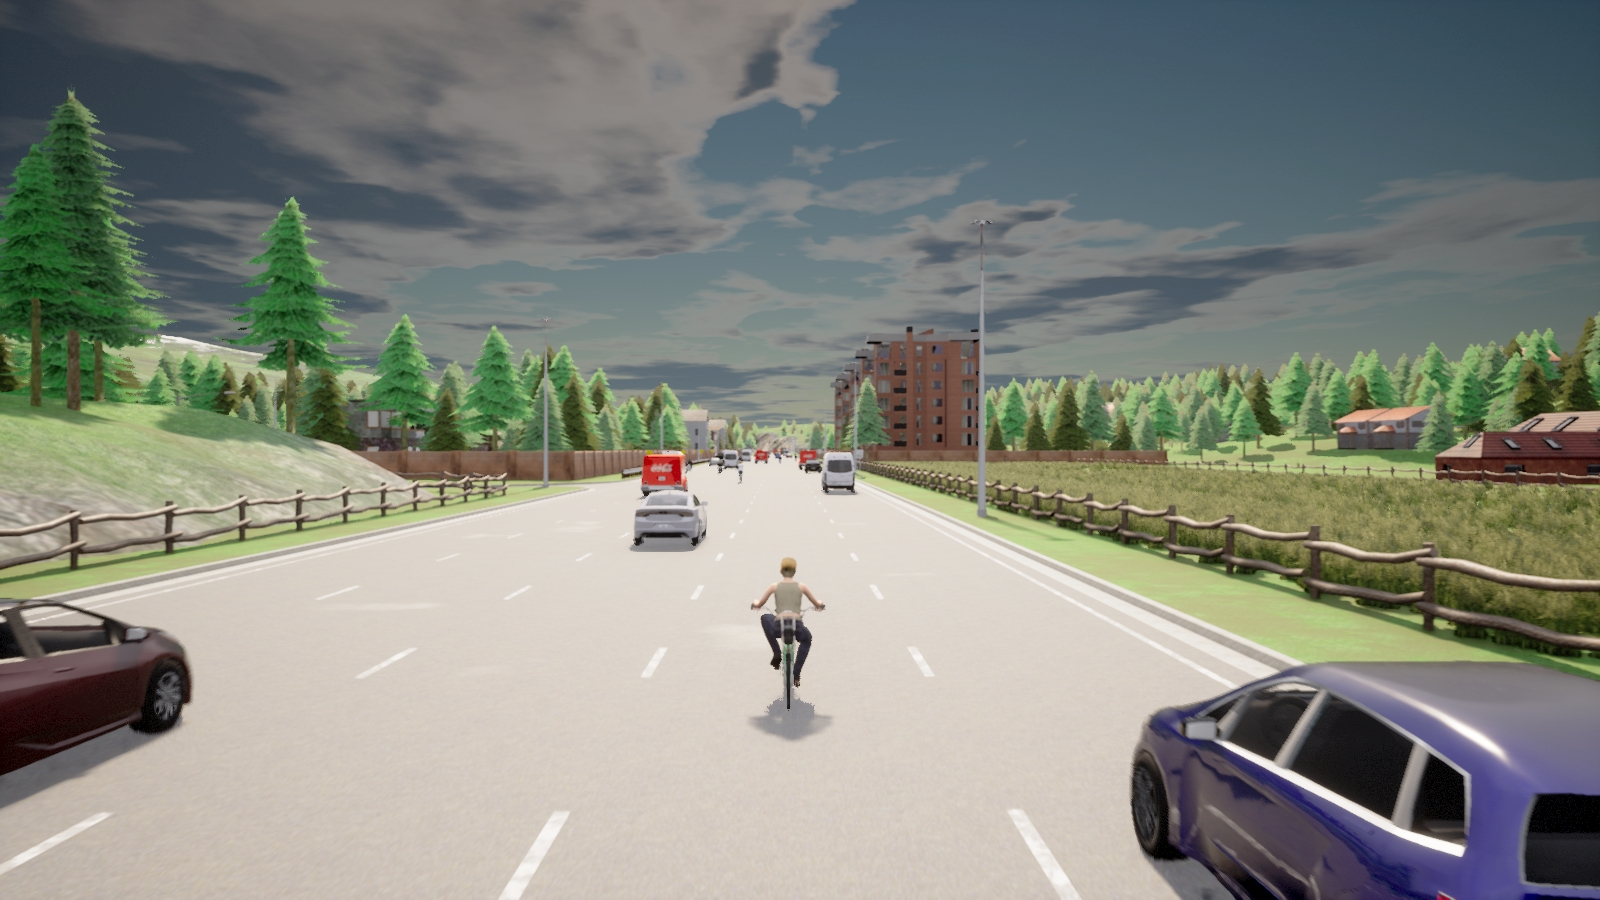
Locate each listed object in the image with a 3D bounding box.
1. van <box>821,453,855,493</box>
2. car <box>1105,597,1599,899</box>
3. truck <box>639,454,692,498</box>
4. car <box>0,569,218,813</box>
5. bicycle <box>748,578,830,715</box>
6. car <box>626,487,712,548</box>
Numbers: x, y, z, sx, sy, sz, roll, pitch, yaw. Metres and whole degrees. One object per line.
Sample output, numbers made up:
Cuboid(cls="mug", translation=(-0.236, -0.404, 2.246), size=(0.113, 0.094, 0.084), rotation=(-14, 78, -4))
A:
Cuboid(cls="van", translation=(2.473, 1.459, 75.384), size=(1.988, 2.561, 5.915), rotation=(0, 0, -1))
Cuboid(cls="car", translation=(3.457, 1.961, 6.356), size=(2.242, 1.667, 4.611), rotation=(0, 0, -1))
Cuboid(cls="truck", translation=(-7.895, 1.503, 67.529), size=(2.627, 2.467, 5.204), rotation=(0, 0, -1))
Cuboid(cls="car", translation=(-7.160, 2.029, 9.840), size=(2.007, 1.525, 4.514), rotation=(0, 0, 0))
Cuboid(cls="bicycle", translation=(-0.132, 2.144, 12.733), size=(0.859, 1.276, 1.487), rotation=(0, 0, -1))
Cuboid(cls="car", translation=(-3.902, 1.998, 34.889), size=(2.097, 1.535, 5.006), rotation=(0, 0, -1))
